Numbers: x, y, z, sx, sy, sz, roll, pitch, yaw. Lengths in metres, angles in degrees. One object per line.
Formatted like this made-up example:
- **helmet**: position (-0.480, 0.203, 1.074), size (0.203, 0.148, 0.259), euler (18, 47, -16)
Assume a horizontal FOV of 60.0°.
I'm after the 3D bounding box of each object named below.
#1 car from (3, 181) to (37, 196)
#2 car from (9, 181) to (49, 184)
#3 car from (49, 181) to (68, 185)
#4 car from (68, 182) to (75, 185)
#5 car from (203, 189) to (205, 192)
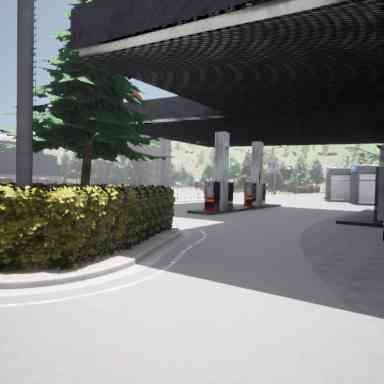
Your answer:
- **car**: position (-21.902, -0.472, 42.394), size (4.605, 1.855, 1.932), euler (2, 2, 35)
- **car**: position (-17.351, -0.184, 35.189), size (3.866, 1.878, 1.905), euler (2, 2, 35)
- **car**: position (-26.976, -1.264, 65.408), size (3.866, 1.878, 1.905), euler (2, 2, 35)
- **car**: position (-25.645, -1.289, 68.024), size (4.605, 1.855, 1.932), euler (2, 2, 35)
- **car**: position (4.686, -0.310, 65.637), size (5.027, 1.636, 2.152), euler (2, 2, 35)
